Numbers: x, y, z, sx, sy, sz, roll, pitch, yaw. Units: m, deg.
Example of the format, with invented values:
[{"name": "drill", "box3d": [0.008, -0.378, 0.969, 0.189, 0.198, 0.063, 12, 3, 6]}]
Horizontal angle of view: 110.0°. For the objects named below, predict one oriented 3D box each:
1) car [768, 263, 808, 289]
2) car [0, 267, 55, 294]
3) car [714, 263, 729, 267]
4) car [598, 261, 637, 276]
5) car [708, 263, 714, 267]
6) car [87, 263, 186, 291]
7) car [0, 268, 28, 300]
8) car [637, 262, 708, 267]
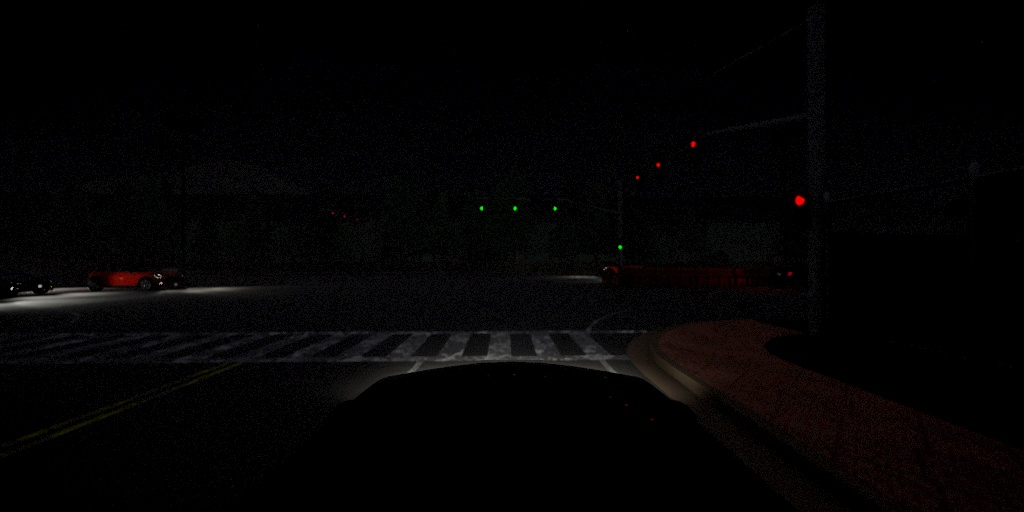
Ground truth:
[{"name": "car", "box3d": [19.816, 1.235, 23.828, 4.553, 1.767, 2.097, 0, 0, -2]}, {"name": "car", "box3d": [-27.346, 1.349, 18.857, 4.892, 1.490, 1.837, 0, 0, -2]}, {"name": "car", "box3d": [20.534, 1.473, 38.057, 4.892, 1.490, 1.837, 0, 0, -2]}, {"name": "car", "box3d": [11.418, 1.318, 37.773, 4.553, 1.767, 2.097, 0, 0, -2]}, {"name": "car", "box3d": [16.351, 1.472, 34.423, 4.674, 1.442, 1.812, 0, 0, -2]}, {"name": "car", "box3d": [-23.374, 1.222, 22.483, 4.553, 1.767, 2.097, 0, 0, -2]}, {"name": "car", "box3d": [-25.205, 1.377, 15.394, 5.357, 1.411, 2.033, 0, 0, -5]}, {"name": "car", "box3d": [13.707, 1.430, 30.841, 4.892, 1.490, 1.837, 0, 0, -2]}]
